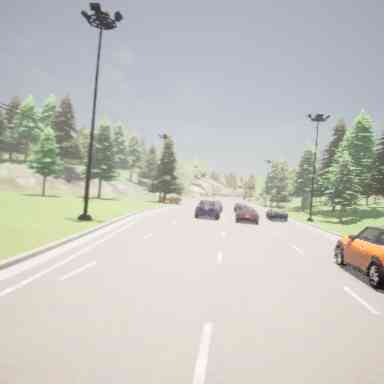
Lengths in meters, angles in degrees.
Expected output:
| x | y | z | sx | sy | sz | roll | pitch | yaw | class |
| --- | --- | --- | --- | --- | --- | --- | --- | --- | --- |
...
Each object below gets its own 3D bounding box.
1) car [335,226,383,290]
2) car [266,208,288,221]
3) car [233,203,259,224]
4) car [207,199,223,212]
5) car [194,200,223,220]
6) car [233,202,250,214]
| x | y | z | sx | sy | sz | roll | pitch | yaw | class |
| --- | --- | --- | --- | --- | --- | --- | --- | --- | --- |
| 6.286 | 1.890 | 10.694 | 2.097 | 1.767 | 4.553 | 5 | 0 | 7 | car |
| 9.232 | 2.406 | 36.460 | 1.895 | 1.301 | 4.718 | 5 | 0 | 7 | car |
| 4.900 | 1.997 | 29.691 | 1.994 | 1.385 | 4.181 | 5 | 0 | 7 | car |
| 3.200 | 1.823 | 45.284 | 1.812 | 1.442 | 4.674 | 5 | 0 | 7 | car |
| 1.523 | 1.498 | 30.722 | 2.097 | 1.767 | 4.553 | 5 | 0 | 7 | car |
| 6.796 | 2.168 | 46.003 | 1.994 | 1.385 | 4.181 | 5 | 0 | 7 | car |
